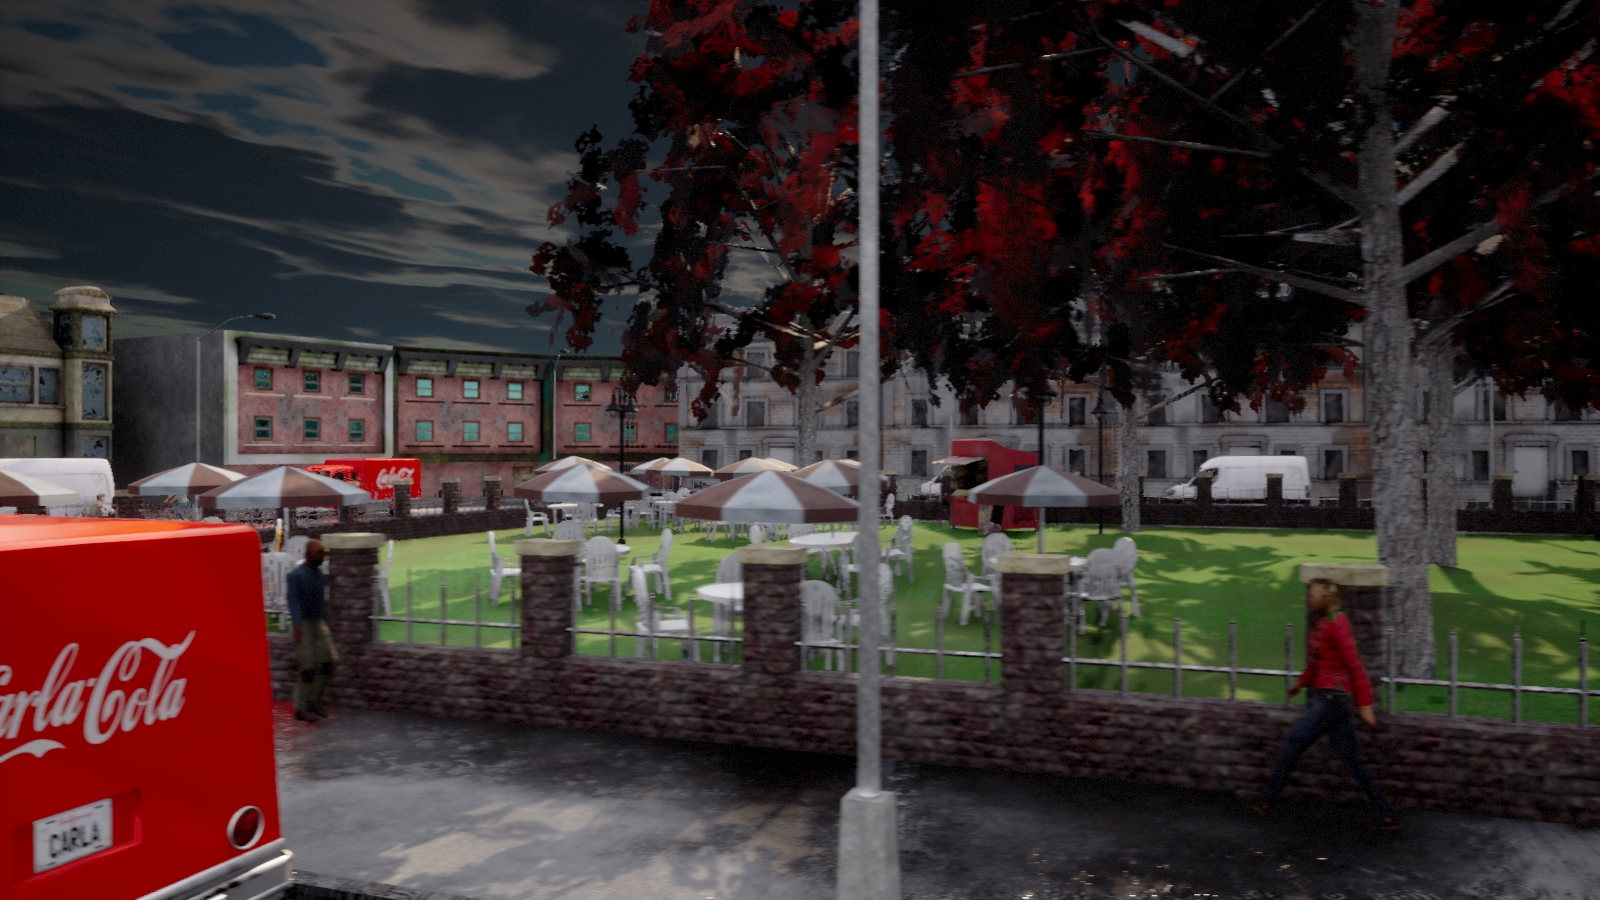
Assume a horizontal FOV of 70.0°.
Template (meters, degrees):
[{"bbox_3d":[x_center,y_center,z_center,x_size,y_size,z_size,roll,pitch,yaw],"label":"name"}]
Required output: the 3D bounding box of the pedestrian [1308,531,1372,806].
[{"bbox_3d":[3.830,1.526,8.125,0.375,1.860,0.375,0,0,19],"label":"pedestrian"}]

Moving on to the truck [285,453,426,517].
[{"bbox_3d":[-18.207,1.349,47.089,2.627,2.467,5.204,0,0,21],"label":"truck"}]

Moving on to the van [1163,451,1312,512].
[{"bbox_3d":[18.817,1.315,49.404,5.915,2.561,1.988,0,0,20],"label":"van"}]

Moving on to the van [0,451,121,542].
[{"bbox_3d":[-23.187,1.315,33.311,1.988,2.561,5.915,0,0,20],"label":"van"}]

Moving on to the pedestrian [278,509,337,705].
[{"bbox_3d":[-4.846,1.525,11.255,0.375,1.860,0.375,0,0,20],"label":"pedestrian"}]

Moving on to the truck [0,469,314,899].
[{"bbox_3d":[-5.526,1.348,5.822,5.204,2.467,2.627,0,0,20],"label":"truck"}]
